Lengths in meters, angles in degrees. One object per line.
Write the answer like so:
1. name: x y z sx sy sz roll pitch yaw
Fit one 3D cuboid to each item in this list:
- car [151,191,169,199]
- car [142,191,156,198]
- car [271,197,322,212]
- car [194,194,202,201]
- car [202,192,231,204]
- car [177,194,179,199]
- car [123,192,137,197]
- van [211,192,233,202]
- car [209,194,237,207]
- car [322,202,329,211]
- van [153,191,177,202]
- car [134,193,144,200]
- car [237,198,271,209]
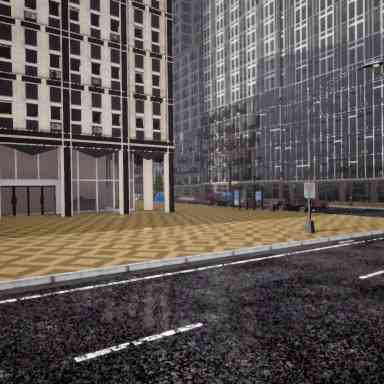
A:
1. car: -7.513 0.614 77.619 2.192 1.841 5.009 0 1 -34
2. car: -10.706 0.685 82.322 1.967 1.590 4.097 0 1 -34
3. car: 10.993 1.424 35.229 1.947 1.339 4.313 0 1 -34
4. car: 2.067 1.043 63.517 1.802 1.307 4.206 0 1 -34
5. car: 4.087 1.144 50.239 1.882 1.535 5.008 -1 2 -34
6. car: -4.342 0.494 62.796 2.097 1.767 4.553 -1 1 -34
7. car: -17.092 0.687 91.726 2.008 1.369 4.403 0 1 -34
8. van: 5.260 0.855 58.812 1.690 1.788 3.998 0 1 -34
9. car: 4.669 1.319 44.676 1.947 1.339 4.313 0 1 -34
10. car: 12.861 1.285 37.304 1.882 1.535 5.008 -1 1 -34
11. van: -4.865 0.937 58.807 1.690 1.788 3.998 0 1 -34
12. car: -11.252 1.039 68.213 2.008 1.369 4.403 0 1 -34
13. car: 7.814 1.388 39.943 1.802 1.307 4.206 0 1 -34
